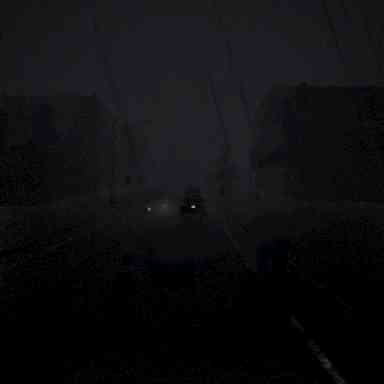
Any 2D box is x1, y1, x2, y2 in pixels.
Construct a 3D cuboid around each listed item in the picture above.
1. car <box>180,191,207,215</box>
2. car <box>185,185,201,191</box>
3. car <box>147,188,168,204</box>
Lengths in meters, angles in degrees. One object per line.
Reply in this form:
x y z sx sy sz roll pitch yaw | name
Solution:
0.099 0.939 25.781 1.994 1.385 4.181 0 3 0 | car
0.099 -0.131 42.831 1.882 1.535 5.008 0 3 0 | car
-3.598 0.317 35.400 1.882 1.535 5.008 0 3 0 | car
